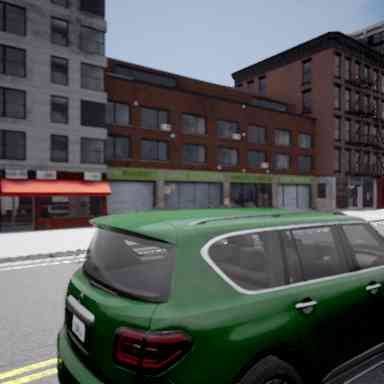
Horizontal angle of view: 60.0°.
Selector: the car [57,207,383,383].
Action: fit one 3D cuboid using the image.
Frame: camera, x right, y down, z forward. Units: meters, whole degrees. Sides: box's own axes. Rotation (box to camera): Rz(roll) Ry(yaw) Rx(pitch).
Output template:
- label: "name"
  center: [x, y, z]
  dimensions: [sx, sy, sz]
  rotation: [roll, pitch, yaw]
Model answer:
- label: "car"
  center: [1.241, 1.214, 4.325]
  dimensions: [5.566, 2.045, 2.150]
  rotation: [0, 0, -36]
